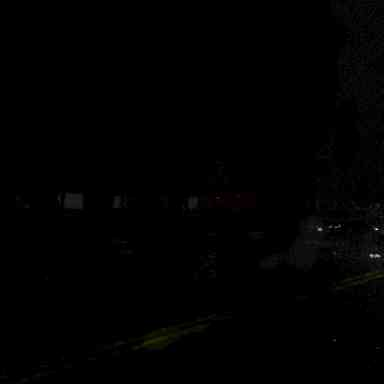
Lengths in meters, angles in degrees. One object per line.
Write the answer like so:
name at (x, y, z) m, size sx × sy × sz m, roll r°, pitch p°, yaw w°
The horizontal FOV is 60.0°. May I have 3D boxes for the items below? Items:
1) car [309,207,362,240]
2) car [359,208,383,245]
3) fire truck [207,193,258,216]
car at (8.154, 1.576, 17.486) m, size 4.892 × 1.490 × 1.837 m, roll 0°, pitch 0°, yaw -35°
car at (9.834, 1.561, 14.692) m, size 4.902 × 1.511 × 2.128 m, roll 0°, pitch 0°, yaw -35°
fire truck at (7.048, 2.199, 57.978) m, size 8.468 × 3.827 × 2.891 m, roll -2°, pitch -1°, yaw 9°
